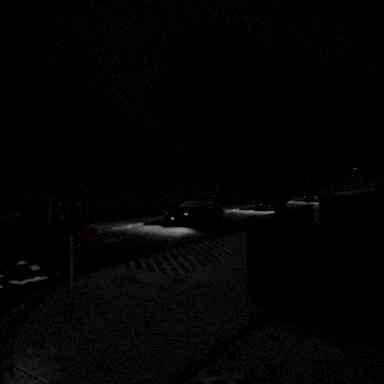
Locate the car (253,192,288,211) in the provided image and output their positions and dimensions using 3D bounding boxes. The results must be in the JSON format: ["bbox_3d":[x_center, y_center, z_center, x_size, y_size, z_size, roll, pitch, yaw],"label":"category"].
[{"bbox_3d":[7.183,0.811,30.049,1.837,1.490,4.892,0,1,36],"label":"car"}]

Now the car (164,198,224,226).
[{"bbox_3d":[0.265,1.140,20.347,1.812,1.442,4.674,0,2,35],"label":"car"}]

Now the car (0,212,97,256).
[{"bbox_3d":[-5.939,1.426,11.636,2.033,1.411,5.357,0,1,35],"label":"car"}]

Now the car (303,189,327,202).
[{"bbox_3d":[15.329,0.441,41.397,1.837,1.490,4.892,0,1,36],"label":"car"}]
